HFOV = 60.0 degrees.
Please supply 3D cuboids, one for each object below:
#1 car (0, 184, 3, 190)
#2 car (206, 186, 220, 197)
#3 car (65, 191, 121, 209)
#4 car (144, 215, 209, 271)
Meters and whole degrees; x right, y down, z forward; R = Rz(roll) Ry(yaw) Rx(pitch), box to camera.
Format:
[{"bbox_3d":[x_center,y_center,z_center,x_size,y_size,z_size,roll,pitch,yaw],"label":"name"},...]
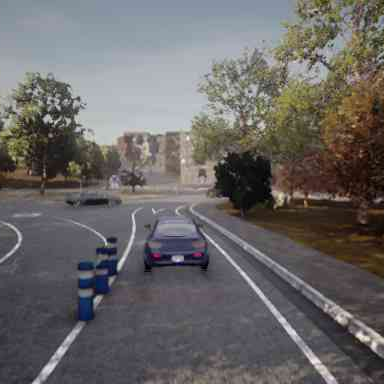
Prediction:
[{"bbox_3d":[-36.484,-1.141,59.395,2.097,1.767,4.553,2,3,27],"label":"car"},{"bbox_3d":[3.089,-0.107,44.507,1.812,1.442,4.674,1,3,16],"label":"car"},{"bbox_3d":[-8.972,0.635,30.292,4.902,1.511,2.128,-1,3,-21],"label":"car"},{"bbox_3d":[-0.560,1.485,10.775,1.812,1.442,4.674,0,1,-5],"label":"car"}]
